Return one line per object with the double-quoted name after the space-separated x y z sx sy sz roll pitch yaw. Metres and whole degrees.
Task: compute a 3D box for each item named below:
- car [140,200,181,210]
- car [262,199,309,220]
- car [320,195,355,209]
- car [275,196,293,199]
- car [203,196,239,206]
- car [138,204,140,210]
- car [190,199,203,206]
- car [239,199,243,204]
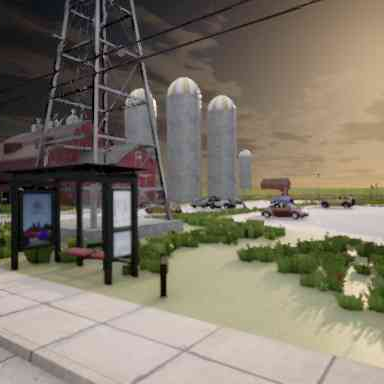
-3.124 1.676 35.522 4.193 1.474 1.816 -1 0 35 "car"
8.117 1.595 29.154 3.905 1.438 1.784 -1 0 35 "car"
20.807 1.387 47.710 4.605 1.855 1.932 -1 0 35 "car"
17.934 1.656 66.784 4.611 1.667 2.242 -1 0 35 "car"
4.108 1.488 46.915 3.866 1.878 1.905 -1 0 35 "car"
-5.657 1.796 46.235 1.994 1.385 4.181 -1 0 35 "car"
1.841 1.753 50.724 2.033 1.411 5.357 -1 0 35 "car"
7.422 1.712 58.932 1.837 1.490 4.892 -1 0 34 "car"
